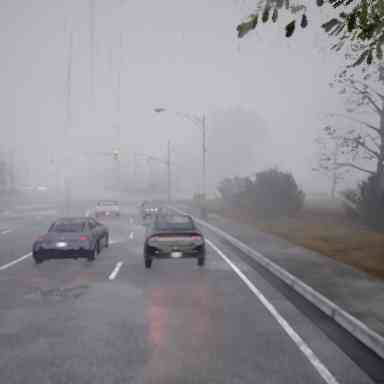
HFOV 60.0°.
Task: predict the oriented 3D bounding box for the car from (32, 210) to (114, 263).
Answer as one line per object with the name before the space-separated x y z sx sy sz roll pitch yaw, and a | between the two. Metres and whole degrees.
car | -4.296 1.605 12.350 1.994 1.385 4.181 0 0 -7

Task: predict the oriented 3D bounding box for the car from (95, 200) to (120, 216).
car | -7.112 1.300 28.076 1.895 1.301 4.718 -1 2 -14

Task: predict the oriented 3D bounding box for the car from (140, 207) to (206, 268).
car | -0.689 1.513 11.564 2.128 1.511 4.902 0 0 -6

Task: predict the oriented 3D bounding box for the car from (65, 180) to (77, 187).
car | -32.641 -2.343 89.629 2.150 2.045 5.566 -2 3 -30

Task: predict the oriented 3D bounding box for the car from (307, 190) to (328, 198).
car | 26.346 0.429 69.869 4.902 1.511 2.128 2 2 -27

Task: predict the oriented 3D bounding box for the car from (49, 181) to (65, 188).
car | -35.651 -1.990 87.860 1.882 1.535 5.008 -2 3 -30

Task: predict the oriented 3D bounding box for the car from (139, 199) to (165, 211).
car | -3.174 1.276 26.713 2.033 1.411 5.357 -1 2 -13
